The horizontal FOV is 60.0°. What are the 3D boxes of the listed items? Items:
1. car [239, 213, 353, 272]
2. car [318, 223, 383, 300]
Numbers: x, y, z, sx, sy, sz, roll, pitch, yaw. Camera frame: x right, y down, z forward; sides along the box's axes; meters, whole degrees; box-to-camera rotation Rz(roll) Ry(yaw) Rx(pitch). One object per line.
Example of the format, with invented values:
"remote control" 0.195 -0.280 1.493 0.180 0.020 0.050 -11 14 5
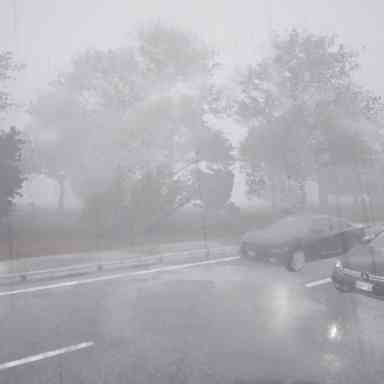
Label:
"car" 3.740 1.480 10.960 5.008 1.535 1.882 0 0 -35
"car" 5.166 1.527 7.677 4.674 1.442 1.812 0 0 -35
